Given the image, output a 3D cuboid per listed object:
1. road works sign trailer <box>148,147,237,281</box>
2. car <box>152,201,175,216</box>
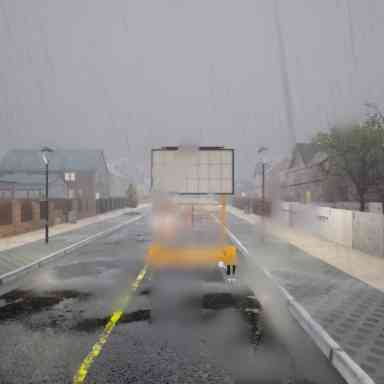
[{"bbox_3d":[0.019,0.471,9.835,2.380,3.560,2.880,0,0,0],"label":"road works sign trailer"},{"bbox_3d":[-2.732,1.615,32.685,1.994,1.385,4.181,0,0,0],"label":"car"}]
